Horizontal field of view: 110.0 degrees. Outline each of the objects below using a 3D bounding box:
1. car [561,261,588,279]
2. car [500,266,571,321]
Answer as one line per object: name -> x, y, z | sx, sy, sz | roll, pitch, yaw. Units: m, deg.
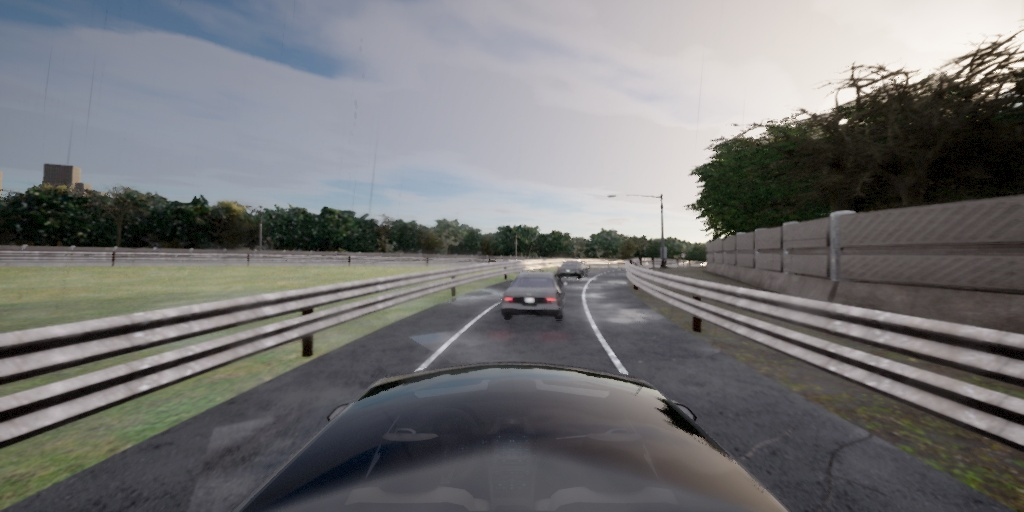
car -> 4.912, 1.066, 28.837 | 1.994, 1.385, 4.181 | -1, 1, 20
car -> 0.880, 1.239, 12.284 | 2.033, 1.411, 5.357 | 0, 0, 9
